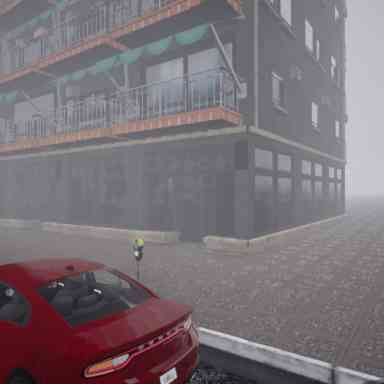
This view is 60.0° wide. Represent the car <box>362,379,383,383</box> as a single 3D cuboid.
[{"bbox_3d":[2.564,1.565,1.050,4.313,1.339,1.947,0,0,35],"label":"car"}]

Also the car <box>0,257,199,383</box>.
[{"bbox_3d":[-2.029,1.546,4.317,4.507,1.381,1.887,0,0,35],"label":"car"}]
